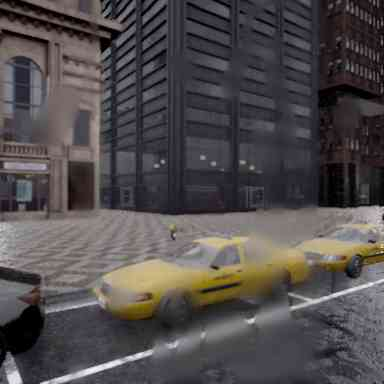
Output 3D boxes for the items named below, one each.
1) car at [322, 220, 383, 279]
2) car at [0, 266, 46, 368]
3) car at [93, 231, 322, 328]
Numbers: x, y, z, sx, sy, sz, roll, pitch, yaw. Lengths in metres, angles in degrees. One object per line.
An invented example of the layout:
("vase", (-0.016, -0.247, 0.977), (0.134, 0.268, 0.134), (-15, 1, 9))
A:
("car", (5.053, 1.574, 10.244), (4.829, 1.417, 1.752), (0, 0, -35))
("car", (-4.000, 1.559, 3.800), (4.313, 1.339, 1.947), (0, 0, -35))
("car", (0.457, 1.546, 6.973), (4.829, 1.417, 1.752), (0, 0, -35))
